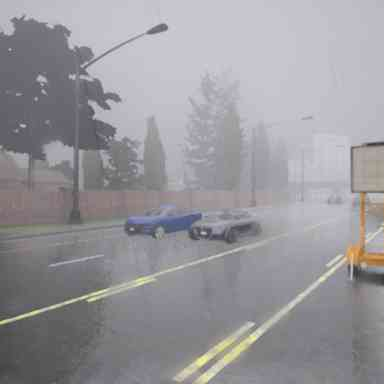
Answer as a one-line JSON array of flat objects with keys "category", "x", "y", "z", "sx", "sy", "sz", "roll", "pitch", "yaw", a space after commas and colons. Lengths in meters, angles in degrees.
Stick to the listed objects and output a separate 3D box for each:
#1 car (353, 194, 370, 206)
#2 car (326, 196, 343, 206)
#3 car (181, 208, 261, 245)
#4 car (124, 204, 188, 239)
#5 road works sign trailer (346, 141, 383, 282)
[{"category": "car", "x": 25.798, "y": 1.163, "z": 50.565, "sx": 2.097, "sy": 1.767, "sz": 4.553, "roll": 0, "pitch": 0, "yaw": 31}, {"category": "car", "x": 21.814, "y": 1.307, "z": 50.731, "sx": 2.128, "sy": 1.511, "sz": 4.902, "roll": 0, "pitch": 0, "yaw": 32}, {"category": "car", "x": 1.639, "y": 1.527, "z": 15.577, "sx": 1.994, "sy": 1.385, "sz": 4.181, "roll": 0, "pitch": 0, "yaw": 35}, {"category": "car", "x": -1.346, "y": 1.446, "z": 17.417, "sx": 1.882, "sy": 1.535, "sz": 5.008, "roll": 0, "pitch": 0, "yaw": 35}, {"category": "road works sign trailer", "x": 5.590, "y": 0.429, "z": 8.864, "sx": 2.380, "sy": 3.560, "sz": 2.880, "roll": 0, "pitch": 0, "yaw": 35}]
